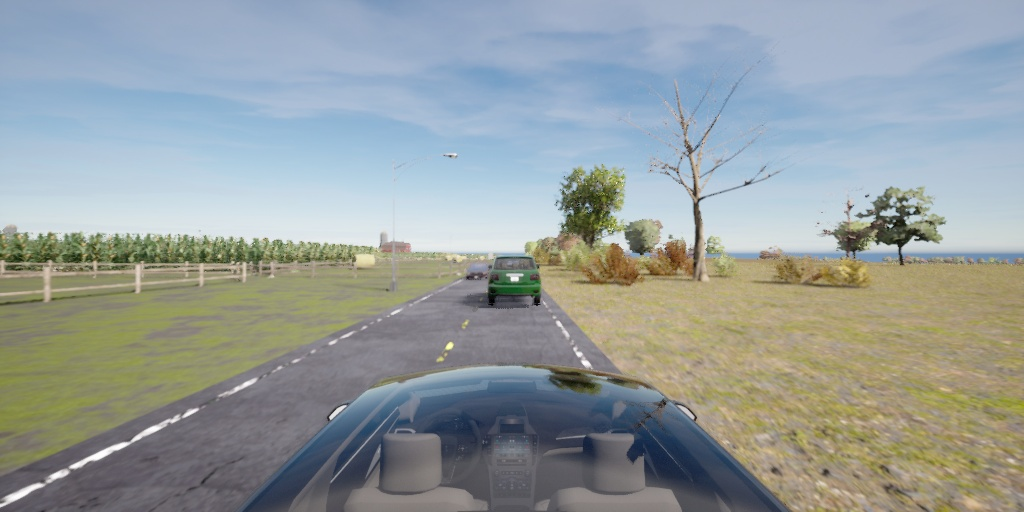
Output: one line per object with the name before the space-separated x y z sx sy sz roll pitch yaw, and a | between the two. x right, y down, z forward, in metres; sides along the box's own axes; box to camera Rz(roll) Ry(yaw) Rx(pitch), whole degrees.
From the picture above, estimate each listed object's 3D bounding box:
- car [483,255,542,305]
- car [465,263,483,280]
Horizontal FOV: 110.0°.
car | 0.102 0.967 16.198 2.150 2.045 5.566 0 0 0
car | -2.845 1.296 31.117 2.033 1.411 5.357 0 0 0
